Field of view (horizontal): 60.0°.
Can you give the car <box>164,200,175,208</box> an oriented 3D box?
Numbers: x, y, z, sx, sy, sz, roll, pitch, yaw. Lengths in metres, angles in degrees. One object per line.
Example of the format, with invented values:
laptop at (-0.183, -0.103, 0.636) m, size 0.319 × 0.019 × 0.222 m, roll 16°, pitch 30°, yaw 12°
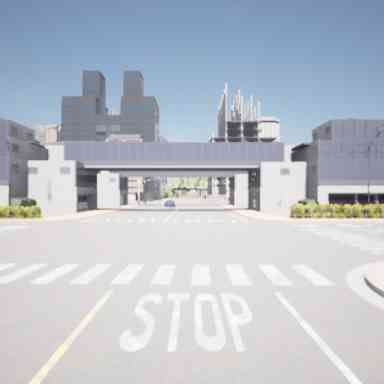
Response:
car at (-4.169, 2.185, 63.078) m, size 1.882 × 1.535 × 5.008 m, roll 0°, pitch -1°, yaw 0°
